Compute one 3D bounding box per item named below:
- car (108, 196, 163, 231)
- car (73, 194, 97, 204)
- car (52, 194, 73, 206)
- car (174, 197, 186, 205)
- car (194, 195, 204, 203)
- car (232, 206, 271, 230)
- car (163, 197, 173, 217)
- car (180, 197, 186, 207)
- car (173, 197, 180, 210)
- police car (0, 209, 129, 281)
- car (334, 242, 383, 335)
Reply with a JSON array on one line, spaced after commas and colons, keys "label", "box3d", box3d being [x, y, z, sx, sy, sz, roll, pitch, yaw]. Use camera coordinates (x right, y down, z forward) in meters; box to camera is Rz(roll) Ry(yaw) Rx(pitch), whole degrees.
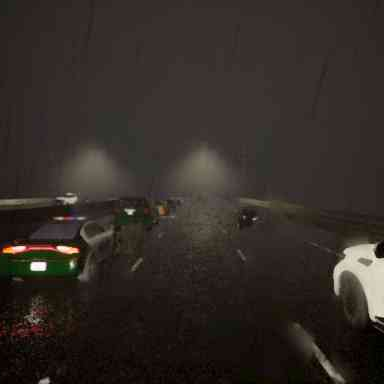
[{"label": "car", "box3d": [-3.367, 1.245, 20.963, 2.150, 2.045, 5.566, 0, 0, 1]}, {"label": "car", "box3d": [-16.734, 1.433, 53.113, 2.097, 1.767, 4.553, 0, 0, 2]}, {"label": "car", "box3d": [-20.227, 1.299, 53.292, 2.150, 2.045, 5.566, 0, 0, 2]}, {"label": "car", "box3d": [-2.265, 1.671, 64.791, 2.033, 1.411, 5.357, 0, 0, 2]}, {"label": "car", "box3d": [1.581, 1.556, 73.835, 2.128, 1.511, 4.902, 0, 0, 3]}, {"label": "car", "box3d": [3.751, 1.591, 21.505, 1.994, 1.385, 4.181, 0, 0, 1]}, {"label": "car", "box3d": [-3.192, 1.498, 32.090, 1.801, 1.575, 5.366, 0, 0, 1]}, {"label": "car", "box3d": [-2.645, 1.585, 53.829, 2.128, 1.511, 4.902, 0, 0, 2]}, {"label": "car", "box3d": [-2.955, 1.590, 42.865, 1.812, 1.442, 4.674, 0, 0, 1]}, {"label": "police car", "box3d": [-3.469, 1.515, 9.966, 2.038, 1.542, 4.974, 0, 0, 0]}, {"label": "car", "box3d": [3.611, 1.226, 3.587, 2.150, 2.045, 5.566, 0, 0, 0]}]
